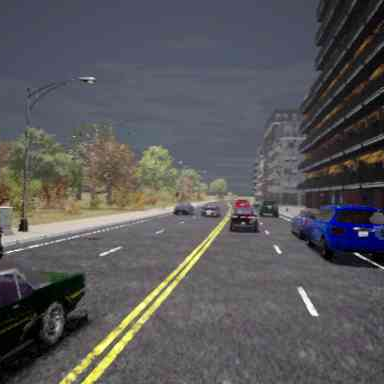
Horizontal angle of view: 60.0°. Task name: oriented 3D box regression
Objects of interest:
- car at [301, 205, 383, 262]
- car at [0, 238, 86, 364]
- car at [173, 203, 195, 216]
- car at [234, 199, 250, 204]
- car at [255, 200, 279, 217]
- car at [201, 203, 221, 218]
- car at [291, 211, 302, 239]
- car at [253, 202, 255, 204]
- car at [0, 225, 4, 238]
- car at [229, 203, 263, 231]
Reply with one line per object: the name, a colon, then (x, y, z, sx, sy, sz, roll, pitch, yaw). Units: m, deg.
car: (6.328, 1.584, 14.070, 2.150, 2.045, 5.566, 2, -1, 9)
car: (-3.131, 1.539, 3.717, 1.895, 1.301, 4.718, 2, -1, 10)
car: (-0.845, 1.946, 38.720, 2.033, 1.411, 5.357, 2, -1, 8)
car: (7.235, 1.996, 48.309, 2.150, 2.045, 5.566, 2, 0, 8)
car: (9.568, 2.000, 41.817, 2.150, 2.045, 5.566, 2, 0, 8)
car: (2.089, 1.960, 36.343, 2.128, 1.511, 4.902, 2, -1, 8)
car: (7.276, 1.806, 19.963, 2.097, 1.767, 4.553, 2, -1, 9)
car: (12.081, 2.576, 61.408, 2.128, 1.511, 4.902, 2, -1, 7)
car: (-6.020, 1.089, 5.991, 2.150, 2.045, 5.566, 2, -1, 10)
car: (3.732, 1.876, 24.087, 2.128, 1.511, 4.902, 2, -1, 9)
